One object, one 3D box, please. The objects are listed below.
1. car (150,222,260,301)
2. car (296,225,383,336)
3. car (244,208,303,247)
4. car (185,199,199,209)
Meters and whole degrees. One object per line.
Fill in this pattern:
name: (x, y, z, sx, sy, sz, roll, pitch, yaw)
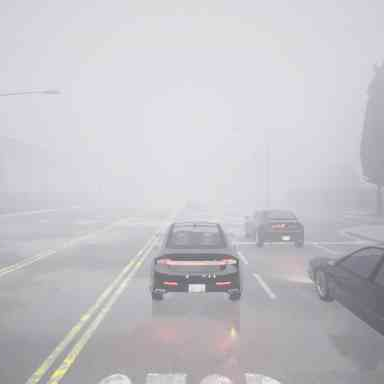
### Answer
car: (0.081, 1.492, 8.334, 2.128, 1.511, 4.902, 0, 0, 0)
car: (3.588, 1.547, 5.288, 2.033, 1.411, 5.357, 0, 0, 0)
car: (3.565, 1.505, 15.035, 1.837, 1.490, 4.892, 0, 0, 0)
car: (0.001, 1.601, 44.150, 1.895, 1.301, 4.718, 0, 0, 0)
